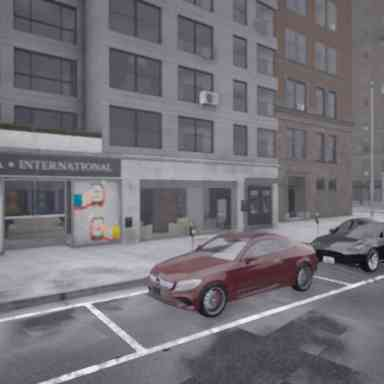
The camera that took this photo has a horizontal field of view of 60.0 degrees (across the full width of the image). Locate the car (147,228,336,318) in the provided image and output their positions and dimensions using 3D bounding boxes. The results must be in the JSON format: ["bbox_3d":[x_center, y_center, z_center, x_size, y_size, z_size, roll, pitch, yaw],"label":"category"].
[{"bbox_3d":[1.065,1.548,7.284,4.206,1.307,1.802,0,0,-35],"label":"car"}]

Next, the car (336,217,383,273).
[{"bbox_3d":[5.567,1.495,10.486,4.313,1.339,1.947,0,0,-35],"label":"car"}]
